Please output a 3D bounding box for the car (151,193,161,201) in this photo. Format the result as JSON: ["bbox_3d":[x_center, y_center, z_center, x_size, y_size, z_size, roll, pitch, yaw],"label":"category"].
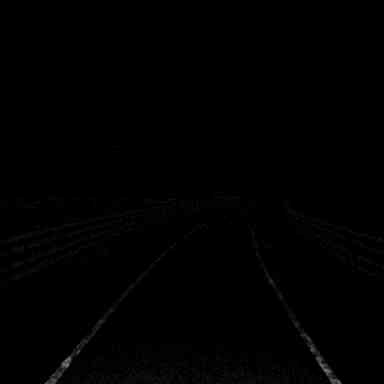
[{"bbox_3d":[-6.076,1.187,68.368,2.150,2.045,5.566,0,0,37],"label":"car"}]

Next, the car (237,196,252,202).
[{"bbox_3d":[14.145,1.784,89.693,1.837,1.490,4.892,0,0,37],"label":"car"}]

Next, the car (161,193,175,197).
[{"bbox_3d":[-3.321,1.461,66.210,1.882,1.535,5.008,0,0,37],"label":"car"}]

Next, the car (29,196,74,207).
[{"bbox_3d":[-18.812,1.264,45.384,2.033,1.411,5.357,0,0,37],"label":"car"}]

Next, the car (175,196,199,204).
[{"bbox_3d":[-0.489,1.484,64.150,1.882,1.535,5.008,0,0,37],"label":"car"}]

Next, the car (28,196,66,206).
[{"bbox_3d":[-21.000,1.291,48.297,1.895,1.301,4.718,1,-1,37],"label":"car"}]

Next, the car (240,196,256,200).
[{"bbox_3d":[14.555,1.790,84.381,2.128,1.511,4.902,0,0,37],"label":"car"}]
